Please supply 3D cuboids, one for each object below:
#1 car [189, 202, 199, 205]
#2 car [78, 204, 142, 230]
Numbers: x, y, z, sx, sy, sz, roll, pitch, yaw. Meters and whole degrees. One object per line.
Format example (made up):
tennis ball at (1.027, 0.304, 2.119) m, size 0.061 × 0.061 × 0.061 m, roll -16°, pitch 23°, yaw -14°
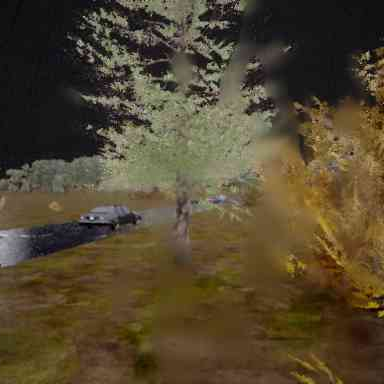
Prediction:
car at (0.561, 1.406, 55.585) m, size 1.895 × 1.301 × 4.718 m, roll 0°, pitch 0°, yaw 14°
car at (-4.908, 1.476, 20.714) m, size 2.033 × 1.411 × 5.357 m, roll 0°, pitch 0°, yaw 14°
